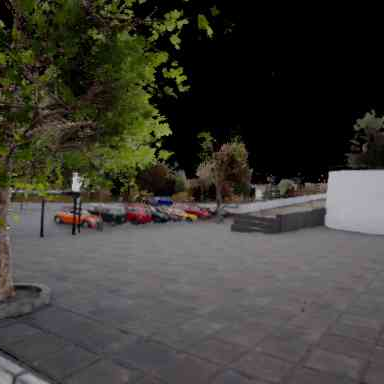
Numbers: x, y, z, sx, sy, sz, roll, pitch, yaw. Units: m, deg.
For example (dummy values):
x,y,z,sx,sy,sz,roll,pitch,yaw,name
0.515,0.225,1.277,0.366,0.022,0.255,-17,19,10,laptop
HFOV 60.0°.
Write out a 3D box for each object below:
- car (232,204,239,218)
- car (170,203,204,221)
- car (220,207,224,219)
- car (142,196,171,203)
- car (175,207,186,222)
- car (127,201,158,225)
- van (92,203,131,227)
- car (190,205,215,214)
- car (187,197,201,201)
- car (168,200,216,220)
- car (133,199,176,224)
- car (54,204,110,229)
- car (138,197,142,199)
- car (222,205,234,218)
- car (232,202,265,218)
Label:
x,y,z,sx,sy,sz,roll,pitch,yaw,name
5.179,3.130,53.630,4.553,1.767,2.185,6,2,16,car
-1.681,2.921,43.849,5.366,1.575,1.946,6,2,16,car
1.667,3.107,48.770,4.792,1.488,2.163,6,2,16,car
-6.026,1.734,61.684,2.150,2.045,5.566,6,2,36,car
-3.623,2.857,41.467,4.674,1.452,2.002,6,2,16,car
-7.149,2.392,36.586,5.566,2.045,2.435,6,3,16,car
-9.012,2.320,34.186,4.442,1.987,1.878,6,3,16,van
1.805,2.941,57.690,1.895,1.301,4.718,6,2,36,car
0.121,1.805,75.328,1.882,1.535,5.008,6,2,36,car
-0.055,2.743,46.320,5.566,2.045,2.435,6,2,16,car
-5.324,2.485,39.012,5.566,2.045,2.435,6,2,16,car
-10.734,2.339,31.754,4.553,1.767,2.185,6,2,16,car
-9.028,1.692,62.661,1.882,1.535,5.008,6,2,36,car
3.394,3.165,51.204,4.892,1.521,2.231,6,2,16,car
10.434,3.284,60.952,5.566,2.045,2.435,6,2,16,car
